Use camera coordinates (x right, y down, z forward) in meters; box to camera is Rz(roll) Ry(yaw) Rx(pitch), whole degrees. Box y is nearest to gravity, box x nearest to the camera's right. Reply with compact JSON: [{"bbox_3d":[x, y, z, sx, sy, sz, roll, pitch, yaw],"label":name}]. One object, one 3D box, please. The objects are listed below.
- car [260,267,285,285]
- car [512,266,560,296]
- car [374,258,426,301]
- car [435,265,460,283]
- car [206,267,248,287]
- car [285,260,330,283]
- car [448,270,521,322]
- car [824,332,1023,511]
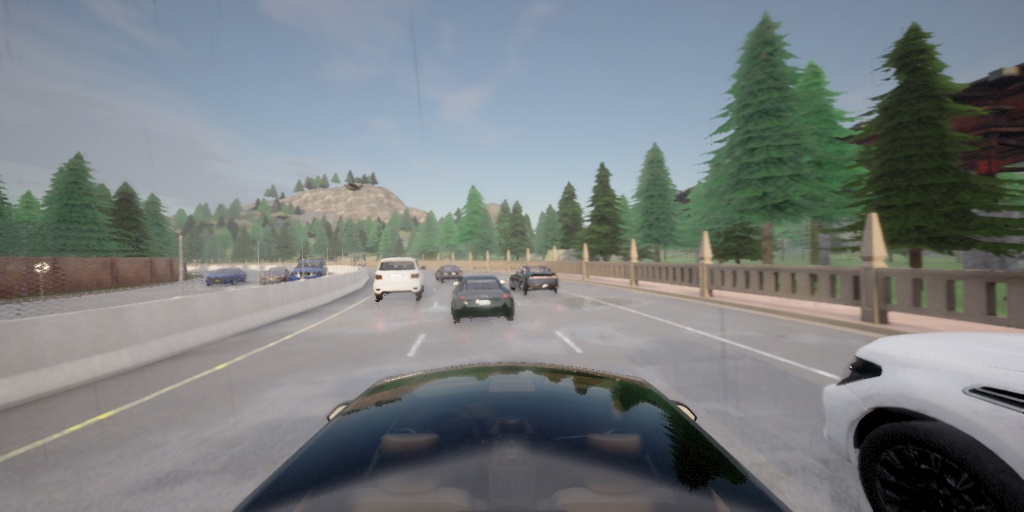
[{"bbox_3d":[-21.432,1.757,32.850,1.812,1.442,4.674,-1,0,-23],"label":"car"},{"bbox_3d":[1.119,1.273,19.845,2.128,1.511,4.902,-1,0,-12],"label":"car"},{"bbox_3d":[-5.783,1.126,18.833,2.150,2.045,5.566,-1,0,-12],"label":"car"},{"bbox_3d":[-5.391,1.479,30.477,2.033,1.411,5.357,-1,0,-19],"label":"car"},{"bbox_3d":[-24.388,1.757,30.833,1.882,1.535,5.008,-1,-1,-22],"label":"car"},{"bbox_3d":[-16.200,1.347,28.994,2.150,2.045,5.566,-1,0,-20],"label":"car"},{"bbox_3d":[-1.112,1.366,12.649,1.994,1.385,4.181,-1,0,-8],"label":"car"},{"bbox_3d":[3.662,0.902,0.470,2.150,2.045,5.566,-1,0,-3],"label":"car"}]
